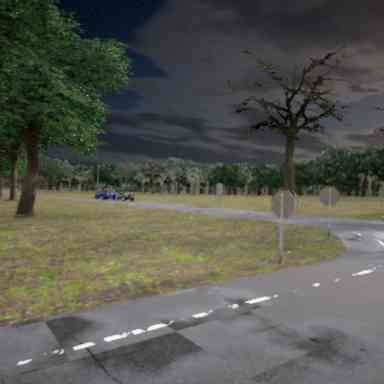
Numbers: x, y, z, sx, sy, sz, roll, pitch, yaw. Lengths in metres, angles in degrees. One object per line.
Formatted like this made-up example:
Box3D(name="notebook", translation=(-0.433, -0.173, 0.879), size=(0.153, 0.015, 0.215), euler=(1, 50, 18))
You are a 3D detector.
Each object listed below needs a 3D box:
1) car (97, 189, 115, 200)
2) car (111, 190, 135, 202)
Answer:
Box3D(name="car", translation=(-15.859, 0.491, 61.802), size=(2.150, 2.045, 5.566), euler=(3, -1, -36))
Box3D(name="car", translation=(-11.159, 0.808, 55.323), size=(1.837, 1.490, 4.892), euler=(3, -1, -35))
